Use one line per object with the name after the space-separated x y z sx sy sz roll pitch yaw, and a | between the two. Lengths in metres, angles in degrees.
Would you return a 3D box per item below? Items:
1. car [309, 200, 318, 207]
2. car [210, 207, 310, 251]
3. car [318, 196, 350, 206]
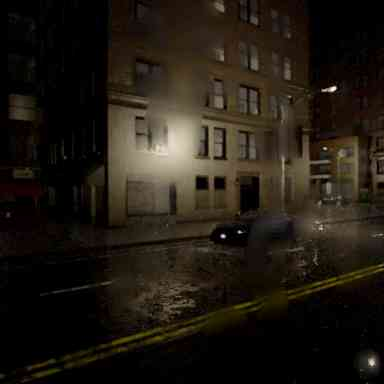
12.392 1.090 39.880 1.967 1.590 4.097 0 0 -36 | car
2.792 1.463 13.722 4.181 1.385 1.994 -1 0 -36 | car
18.920 1.167 44.548 1.947 1.339 4.313 0 0 -36 | car
